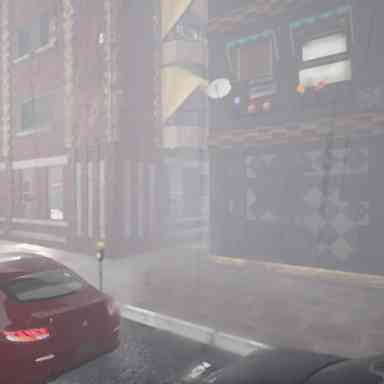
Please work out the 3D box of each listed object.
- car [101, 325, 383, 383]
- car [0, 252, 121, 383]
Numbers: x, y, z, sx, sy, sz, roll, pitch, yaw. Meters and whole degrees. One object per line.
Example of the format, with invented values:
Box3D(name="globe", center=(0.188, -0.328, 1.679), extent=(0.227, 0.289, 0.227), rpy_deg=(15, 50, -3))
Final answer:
Box3D(name="car", center=(1.775, 1.570, 1.583), extent=(4.313, 1.339, 1.947), rpy_deg=(0, -1, 35))
Box3D(name="car", center=(-2.839, 1.553, 4.857), extent=(4.206, 1.307, 1.802), rpy_deg=(0, -1, 35))
